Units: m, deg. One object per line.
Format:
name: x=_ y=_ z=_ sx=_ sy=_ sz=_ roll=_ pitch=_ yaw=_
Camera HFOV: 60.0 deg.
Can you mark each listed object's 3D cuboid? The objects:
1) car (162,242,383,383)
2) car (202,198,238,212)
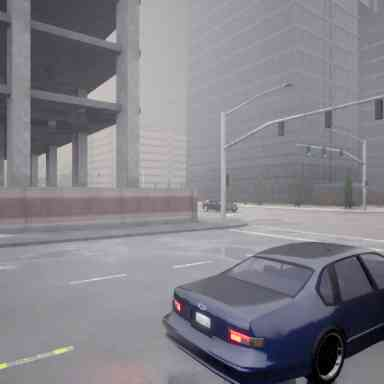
car: x=2.184 y=1.547 z=5.348 sx=5.357 sy=1.411 sz=2.033 roll=0 pitch=0 yaw=-35
car: x=3.106 y=1.505 z=37.433 sx=1.837 sy=1.490 sz=4.892 roll=0 pitch=0 yaw=-36
